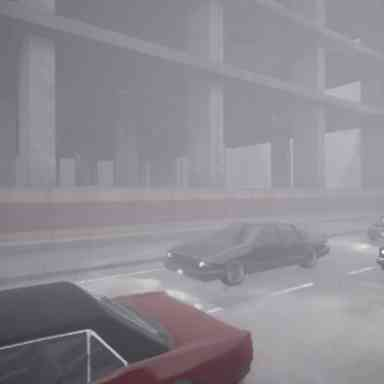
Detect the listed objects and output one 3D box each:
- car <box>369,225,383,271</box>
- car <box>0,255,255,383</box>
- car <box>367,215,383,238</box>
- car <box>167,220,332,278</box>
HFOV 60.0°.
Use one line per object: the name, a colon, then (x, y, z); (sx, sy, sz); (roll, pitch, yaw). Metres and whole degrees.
car: (7.017, 1.596, 9.051); (4.718, 1.301, 1.895); (0, 0, -36)
car: (-1.775, 1.607, 2.719); (4.718, 1.301, 1.895); (0, 0, -36)
car: (10.091, 1.519, 15.575); (4.674, 1.442, 1.812); (0, 0, -35)
car: (1.866, 1.552, 9.656); (5.357, 1.411, 2.033); (0, 0, -36)
